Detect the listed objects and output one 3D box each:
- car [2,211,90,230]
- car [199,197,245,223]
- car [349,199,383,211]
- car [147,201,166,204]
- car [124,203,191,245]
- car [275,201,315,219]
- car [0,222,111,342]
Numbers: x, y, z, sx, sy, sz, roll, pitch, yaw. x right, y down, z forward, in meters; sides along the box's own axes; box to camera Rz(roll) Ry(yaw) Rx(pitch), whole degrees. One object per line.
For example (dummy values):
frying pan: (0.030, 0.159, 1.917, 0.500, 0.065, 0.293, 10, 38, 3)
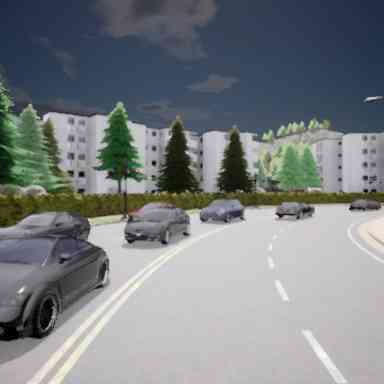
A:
car: (-5.721, 1.508, 13.196, 1.812, 1.442, 4.674, 0, 0, 13)
car: (2.329, 1.311, 24.924, 2.097, 1.767, 4.553, 0, 0, 29)
car: (20.336, 1.485, 38.830, 4.181, 1.385, 1.994, 0, 0, -32)
car: (-2.482, 1.442, 23.043, 1.882, 1.535, 5.008, 0, 0, 24)
car: (-1.455, 1.480, 15.725, 1.837, 1.490, 4.892, 0, 0, 17)
car: (8.829, 1.494, 28.330, 2.033, 1.411, 5.357, 0, 0, 36)
car: (-3.116, 1.556, 6.508, 1.994, 1.385, 4.181, 0, 0, 5)
